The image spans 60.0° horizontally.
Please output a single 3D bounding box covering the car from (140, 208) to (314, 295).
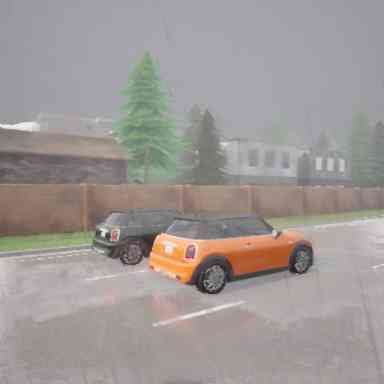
[{"bbox_3d":[1.200,1.332,8.889,4.553,1.767,2.097,0,0,-35],"label":"car"}]

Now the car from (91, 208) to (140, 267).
[{"bbox_3d":[-1.035,1.323,11.595,4.553,1.767,2.097,0,0,-35],"label":"car"}]
